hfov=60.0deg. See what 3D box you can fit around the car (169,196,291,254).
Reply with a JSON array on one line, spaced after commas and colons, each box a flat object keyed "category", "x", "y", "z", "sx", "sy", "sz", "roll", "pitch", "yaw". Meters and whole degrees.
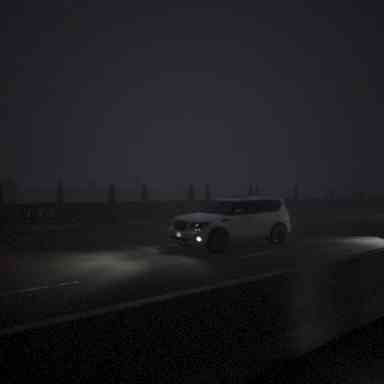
[{"category": "car", "x": 1.761, "y": 1.217, "z": 13.850, "sx": 5.566, "sy": 2.045, "sz": 2.150, "roll": 0, "pitch": 0, "yaw": -36}]
